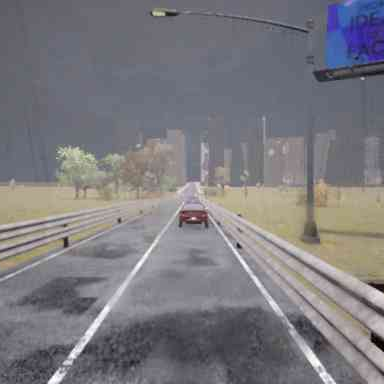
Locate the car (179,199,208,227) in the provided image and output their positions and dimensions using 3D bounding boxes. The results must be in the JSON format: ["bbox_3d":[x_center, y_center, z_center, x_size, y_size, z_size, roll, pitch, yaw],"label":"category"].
[{"bbox_3d":[0.100,1.470,22.859,1.882,1.535,5.008,0,0,0],"label":"car"}]

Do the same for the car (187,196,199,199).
[{"bbox_3d":[0.100,1.338,41.987,2.097,1.767,4.553,0,0,0],"label":"car"}]
